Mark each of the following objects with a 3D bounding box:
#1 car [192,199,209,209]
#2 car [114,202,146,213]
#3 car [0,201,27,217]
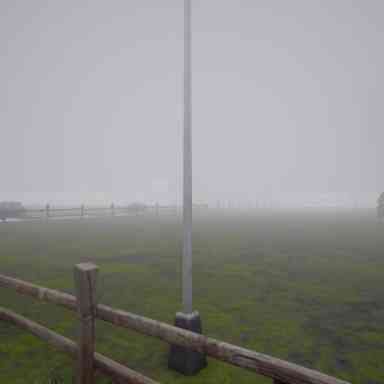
[{"bbox_3d":[1.142,2.081,59.118,2.097,1.767,4.553,-1,-1,35],"label":"car"},{"bbox_3d":[-8.467,2.114,45.715,2.128,1.511,4.902,-1,-1,35],"label":"car"},{"bbox_3d":[-18.397,1.666,31.715,2.097,1.767,4.553,-1,-1,35],"label":"car"}]
